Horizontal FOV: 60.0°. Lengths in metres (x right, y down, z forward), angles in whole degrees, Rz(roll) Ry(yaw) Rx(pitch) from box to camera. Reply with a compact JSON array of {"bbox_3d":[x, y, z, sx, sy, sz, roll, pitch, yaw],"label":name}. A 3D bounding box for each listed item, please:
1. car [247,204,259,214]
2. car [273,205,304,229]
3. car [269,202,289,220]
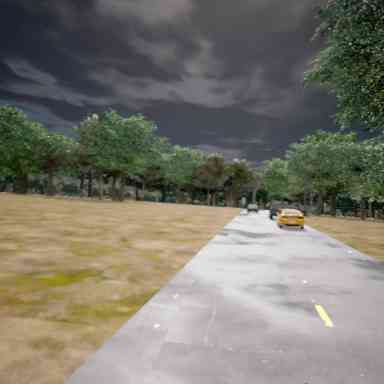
[{"bbox_3d":[10.195,2.752,55.741,1.882,1.535,5.008,3,-1,10],"label":"car"},{"bbox_3d":[8.221,2.195,28.009,1.882,1.535,5.008,3,-1,10],"label":"car"},{"bbox_3d":[10.262,2.210,39.136,2.150,2.045,5.566,3,-1,11],"label":"car"}]
